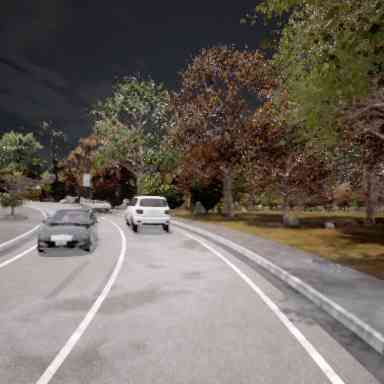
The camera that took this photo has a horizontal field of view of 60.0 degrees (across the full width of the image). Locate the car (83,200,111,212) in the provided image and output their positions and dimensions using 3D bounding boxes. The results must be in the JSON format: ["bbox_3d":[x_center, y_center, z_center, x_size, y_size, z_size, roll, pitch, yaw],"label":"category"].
[{"bbox_3d":[-10.863,1.553,37.618,1.895,1.301,4.718,4,-1,-33],"label":"car"}]

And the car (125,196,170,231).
[{"bbox_3d":[-2.903,1.282,21.104,2.150,2.045,5.566,2,-1,-17],"label":"car"}]

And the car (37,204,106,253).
[{"bbox_3d":[-4.900,1.470,13.677,2.128,1.511,4.902,1,0,-11],"label":"car"}]
